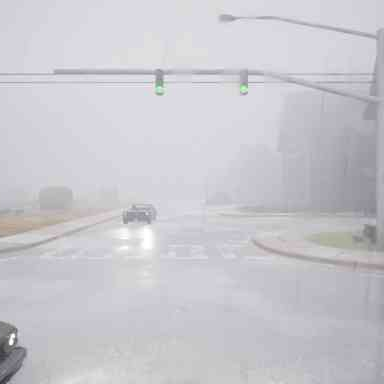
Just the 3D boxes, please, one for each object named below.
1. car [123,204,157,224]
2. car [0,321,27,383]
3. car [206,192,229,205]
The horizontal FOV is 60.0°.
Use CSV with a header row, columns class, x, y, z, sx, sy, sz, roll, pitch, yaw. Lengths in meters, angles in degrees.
class,x,y,z,sx,sy,sz,roll,pitch,yaw
car,-3.679,1.526,23.975,1.895,1.301,4.718,0,0,0
car,-4.577,1.565,3.111,5.357,1.411,2.033,0,0,1
car,3.946,1.000,52.590,1.905,1.878,3.866,-8,4,-42
